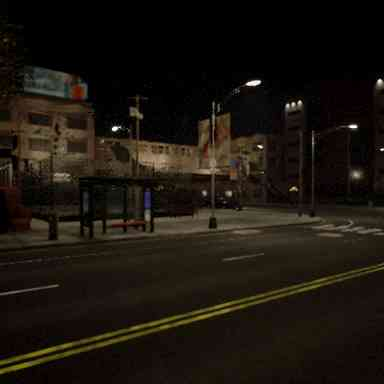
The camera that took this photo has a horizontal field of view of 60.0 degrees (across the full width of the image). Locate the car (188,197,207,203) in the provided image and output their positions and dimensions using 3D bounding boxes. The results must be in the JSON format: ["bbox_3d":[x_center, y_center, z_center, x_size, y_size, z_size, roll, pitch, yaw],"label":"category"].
[{"bbox_3d":[1.156,1.745,76.871,1.895,1.301,4.718,0,0,-35],"label":"car"}]

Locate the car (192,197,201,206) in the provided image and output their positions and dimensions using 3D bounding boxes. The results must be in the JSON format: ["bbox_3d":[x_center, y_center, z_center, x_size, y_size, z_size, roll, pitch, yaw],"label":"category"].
[{"bbox_3d":[0.053,1.449,49.230,2.185,1.767,4.553,0,0,-35],"label":"car"}]

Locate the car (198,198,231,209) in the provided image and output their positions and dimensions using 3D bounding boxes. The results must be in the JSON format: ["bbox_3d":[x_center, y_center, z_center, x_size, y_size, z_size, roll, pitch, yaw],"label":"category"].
[{"bbox_3d":[3.330,1.649,49.690,2.033,1.411,5.357,0,0,-35],"label":"car"}]

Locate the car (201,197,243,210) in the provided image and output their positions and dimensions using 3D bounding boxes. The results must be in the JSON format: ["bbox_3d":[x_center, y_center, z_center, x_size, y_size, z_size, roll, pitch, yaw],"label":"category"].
[{"bbox_3d":[3.855,1.572,44.048,2.097,1.535,5.008,0,0,-35],"label":"car"}]

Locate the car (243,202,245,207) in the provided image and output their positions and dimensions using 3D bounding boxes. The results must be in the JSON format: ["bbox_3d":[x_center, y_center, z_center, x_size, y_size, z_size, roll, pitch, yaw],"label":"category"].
[{"bbox_3d":[6.280,1.675,51.592,1.994,1.385,4.181,0,0,-35],"label":"car"}]
